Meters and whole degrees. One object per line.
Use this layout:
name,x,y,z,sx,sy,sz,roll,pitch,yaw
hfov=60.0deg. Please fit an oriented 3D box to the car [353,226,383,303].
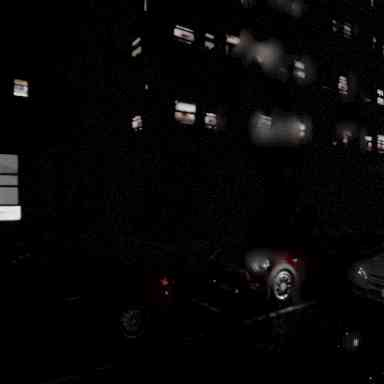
car,5.418,1.568,7.248,4.674,1.442,1.812,0,0,-35

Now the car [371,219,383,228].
car,6.864,1.611,11.433,4.403,1.369,2.008,0,-1,-36

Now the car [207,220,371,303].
car,2.304,1.473,8.180,4.097,1.590,1.967,0,-1,-36

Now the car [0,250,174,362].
car,-2.254,1.587,4.923,4.206,1.307,1.802,0,-1,-36
